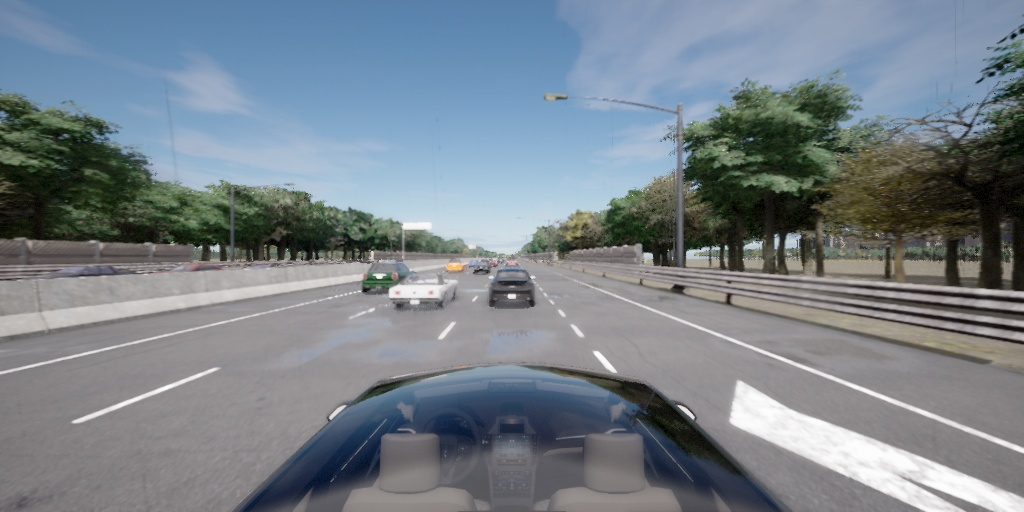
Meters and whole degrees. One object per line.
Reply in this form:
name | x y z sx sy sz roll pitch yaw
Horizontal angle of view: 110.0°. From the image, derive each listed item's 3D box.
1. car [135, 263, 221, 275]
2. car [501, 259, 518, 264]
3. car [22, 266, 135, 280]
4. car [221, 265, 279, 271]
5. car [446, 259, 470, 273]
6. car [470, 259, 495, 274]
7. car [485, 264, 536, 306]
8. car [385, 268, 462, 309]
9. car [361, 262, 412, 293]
car | -21.090 1.264 23.608 1.882 1.535 5.008 0 0 0
car | 0.003 1.384 42.297 1.994 1.385 4.181 0 0 0
car | -28.093 1.334 23.670 2.033 1.411 5.357 0 0 0
car | -17.587 1.353 25.176 1.994 1.385 4.181 0 0 0
car | -7.000 1.179 45.696 2.097 1.767 4.553 0 0 0
car | -3.497 1.370 43.170 2.033 1.411 5.357 0 0 0
car | 0.004 1.279 15.971 1.837 1.490 4.892 0 0 0
car | -3.499 1.372 15.156 1.895 1.301 4.718 0 0 0
car | -6.998 1.133 21.061 2.097 1.767 4.553 0 0 0
